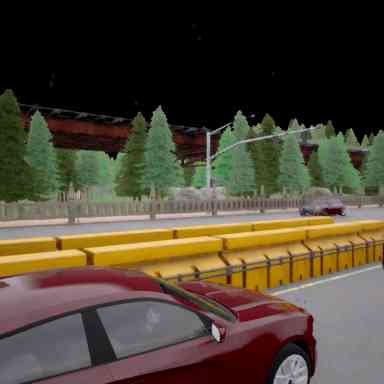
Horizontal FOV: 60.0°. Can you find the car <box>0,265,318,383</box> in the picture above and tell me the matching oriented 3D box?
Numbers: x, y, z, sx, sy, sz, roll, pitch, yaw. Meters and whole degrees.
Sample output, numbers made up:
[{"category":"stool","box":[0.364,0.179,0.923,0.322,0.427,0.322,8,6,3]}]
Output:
[{"category":"car","box":[-0.866,1.478,3.127,5.008,1.535,1.882,0,0,-35]}]

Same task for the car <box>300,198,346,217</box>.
[{"category":"car","box":[11.595,1.352,29.453,4.553,1.767,2.097,0,0,-35]}]

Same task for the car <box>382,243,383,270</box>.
[{"category":"car","box":[6.953,1.478,8.731,5.008,1.535,1.882,0,0,-35]}]
